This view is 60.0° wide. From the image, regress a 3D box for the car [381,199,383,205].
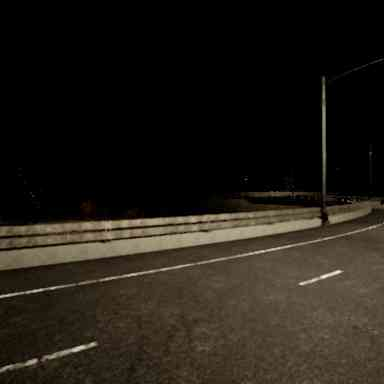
[{"bbox_3d":[35.623,1.691,60.086,2.128,1.511,4.902,0,0,15],"label":"car"}]
